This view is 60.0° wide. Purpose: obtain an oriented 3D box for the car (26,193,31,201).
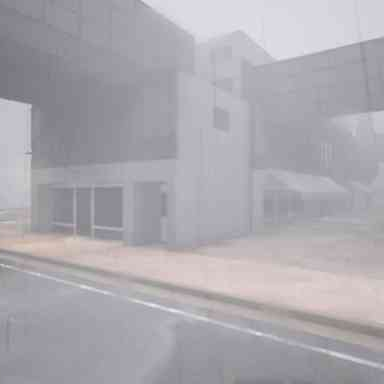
[{"bbox_3d":[-33.755,1.023,71.650,4.605,1.855,1.932,0,0,35],"label":"car"}]
